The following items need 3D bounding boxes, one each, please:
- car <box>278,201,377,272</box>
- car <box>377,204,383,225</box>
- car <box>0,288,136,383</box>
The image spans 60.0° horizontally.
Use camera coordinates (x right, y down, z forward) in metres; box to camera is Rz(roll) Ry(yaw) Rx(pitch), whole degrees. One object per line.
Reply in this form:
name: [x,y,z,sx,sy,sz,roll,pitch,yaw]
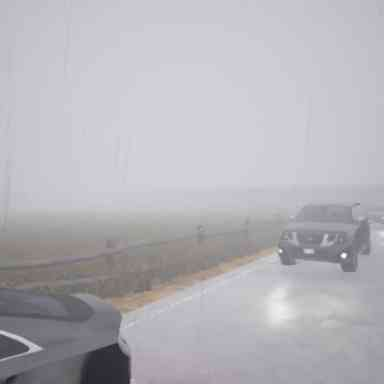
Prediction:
car: [4.931,1.376,11.882,2.150,2.045,5.566,-2,-1,35]
car: [13.361,1.668,24.035,1.837,1.490,4.892,-2,-1,34]
car: [-2.778,1.586,2.252,4.902,1.511,2.128,0,-1,-39]
